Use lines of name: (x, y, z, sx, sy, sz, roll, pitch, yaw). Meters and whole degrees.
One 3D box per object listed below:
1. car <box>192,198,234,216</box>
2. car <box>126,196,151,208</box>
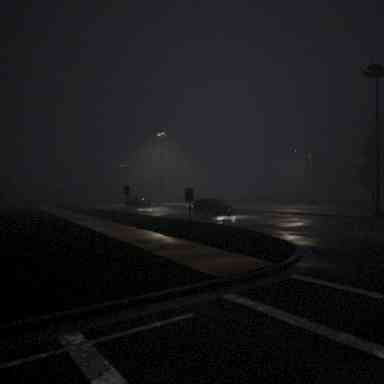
car: (1.894, 1.372, 31.605, 1.837, 1.490, 4.892, 0, 0, -35)
car: (-7.226, 1.357, 44.823, 2.128, 1.511, 4.902, 0, 0, -35)
